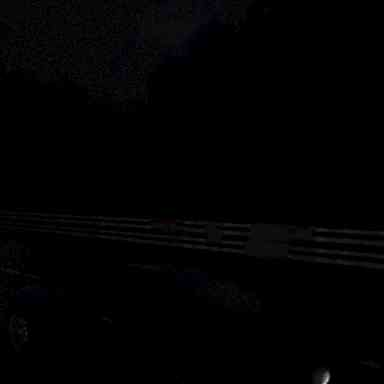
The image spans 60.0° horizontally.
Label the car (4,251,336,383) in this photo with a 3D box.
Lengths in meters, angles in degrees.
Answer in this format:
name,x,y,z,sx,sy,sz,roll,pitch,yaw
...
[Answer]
name,x,y,z,sx,sy,sz,roll,pitch,yaw
car,-0.625,1.551,4.441,4.674,1.442,1.812,0,0,35
